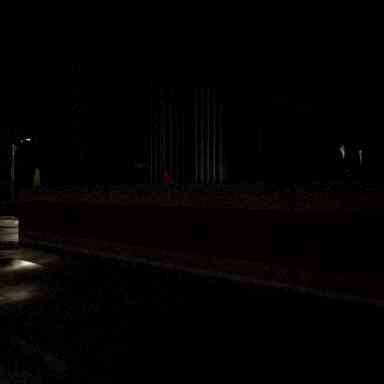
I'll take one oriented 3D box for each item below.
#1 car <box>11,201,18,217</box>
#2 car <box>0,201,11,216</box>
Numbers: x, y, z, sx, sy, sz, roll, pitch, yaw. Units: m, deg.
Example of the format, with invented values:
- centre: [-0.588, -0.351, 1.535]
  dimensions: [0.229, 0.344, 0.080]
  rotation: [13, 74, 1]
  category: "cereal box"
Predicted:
- centre: [-12.280, 1.603, 28.845]
  dimensions: [2.033, 1.411, 5.357]
  rotation: [0, 0, 37]
  category: "car"
- centre: [-16.437, 1.547, 29.125]
  dimensions: [2.128, 1.511, 4.902]
  rotation: [0, 0, 37]
  category: "car"
